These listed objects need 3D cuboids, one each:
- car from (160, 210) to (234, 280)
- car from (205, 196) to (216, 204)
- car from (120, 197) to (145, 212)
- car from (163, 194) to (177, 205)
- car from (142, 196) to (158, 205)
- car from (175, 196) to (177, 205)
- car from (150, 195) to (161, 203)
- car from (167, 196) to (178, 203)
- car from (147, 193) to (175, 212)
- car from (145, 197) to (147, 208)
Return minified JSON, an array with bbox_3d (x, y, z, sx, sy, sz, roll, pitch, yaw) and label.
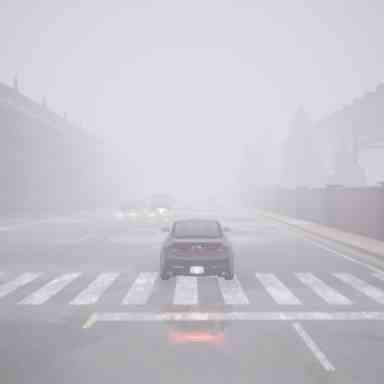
[{"bbox_3d":[0.135,1.490,9.834,1.837,1.490,4.892,0,0,1],"label":"car"},{"bbox_3d":[3.300,1.390,60.095,1.882,1.535,5.008,0,0,-1],"label":"car"},{"bbox_3d":[-7.022,1.545,38.454,1.895,1.301,4.718,0,0,-1],"label":"car"},{"bbox_3d":[-3.792,1.269,57.506,2.097,1.767,4.553,0,0,-1],"label":"car"},{"bbox_3d":[-7.284,1.464,57.789,2.033,1.411,5.357,0,0,0],"label":"car"},{"bbox_3d":[-3.682,1.421,48.270,2.128,1.511,4.902,0,0,-1],"label":"car"},{"bbox_3d":[-7.441,1.378,68.054,1.882,1.535,5.008,0,0,-1],"label":"car"},{"bbox_3d":[-3.929,1.503,67.408,1.895,1.301,4.718,0,0,-1],"label":"car"},{"bbox_3d":[-3.514,1.166,38.390,2.150,2.045,5.566,0,0,-1],"label":"car"},{"bbox_3d":[-7.174,1.408,47.831,1.882,1.535,5.008,0,0,-1],"label":"car"}]
